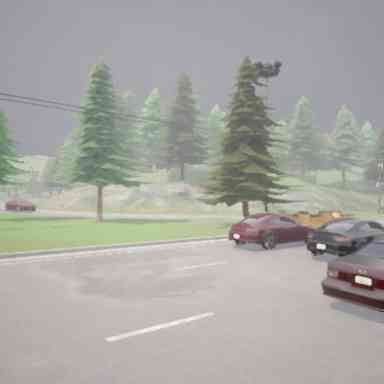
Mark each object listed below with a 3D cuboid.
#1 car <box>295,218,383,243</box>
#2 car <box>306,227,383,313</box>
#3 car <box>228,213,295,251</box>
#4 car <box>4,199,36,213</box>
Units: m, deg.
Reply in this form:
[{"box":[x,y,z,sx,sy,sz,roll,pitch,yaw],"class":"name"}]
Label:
[{"box":[6.194,1.690,12.469,4.674,1.442,1.812,1,-1,-36],"class":"car"},{"box":[5.107,1.661,7.397,5.357,1.411,2.033,1,-1,-35],"class":"car"},{"box":[3.703,1.682,14.987,4.674,1.442,1.812,1,-1,-36],"class":"car"},{"box":[-19.981,1.556,38.656,5.008,1.535,1.882,0,0,39],"class":"car"}]
